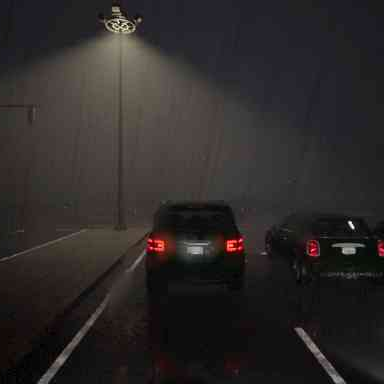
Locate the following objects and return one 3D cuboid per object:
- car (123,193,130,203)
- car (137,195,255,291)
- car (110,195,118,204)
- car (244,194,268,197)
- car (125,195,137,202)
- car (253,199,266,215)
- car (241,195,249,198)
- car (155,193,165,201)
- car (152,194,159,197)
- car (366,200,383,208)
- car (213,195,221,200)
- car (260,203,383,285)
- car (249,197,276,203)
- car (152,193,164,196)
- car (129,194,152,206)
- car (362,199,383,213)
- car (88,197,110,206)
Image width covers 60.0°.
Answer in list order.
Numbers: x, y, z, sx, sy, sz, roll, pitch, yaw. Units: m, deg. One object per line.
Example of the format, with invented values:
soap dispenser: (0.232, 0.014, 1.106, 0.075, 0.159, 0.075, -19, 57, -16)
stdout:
car: (-15.062, 1.225, 71.936, 2.150, 2.045, 5.566, 0, 0, 0)
car: (0.072, 1.221, 9.116, 2.150, 2.045, 5.566, 0, 0, 0)
car: (-15.108, 1.601, 62.040, 1.895, 1.301, 4.718, 0, 0, 0)
car: (6.993, 1.222, 40.080, 2.150, 2.045, 5.566, -2, 1, -28)
car: (-15.061, 1.525, 82.036, 2.128, 1.511, 4.902, 0, 0, 0)
car: (4.276, 1.601, 31.890, 4.718, 1.301, 1.895, 0, 0, 40)
car: (1.633, 1.352, 25.160, 4.553, 1.767, 2.097, 0, 0, -3)
car: (-8.042, 1.210, 84.270, 2.150, 2.045, 5.566, 0, 0, 0)
car: (-8.108, 1.547, 62.977, 2.033, 1.411, 5.357, 0, 0, 1)
car: (7.070, 1.221, 8.809, 2.150, 2.045, 5.566, 0, 0, 0)
car: (7.164, 1.552, 95.117, 1.994, 1.385, 4.181, 0, 0, 1)
car: (3.571, 1.352, 9.684, 2.097, 1.767, 4.553, 0, 0, 0)
car: (7.199, 1.547, 34.397, 5.357, 1.411, 2.033, 0, 0, 29)
car: (-8.063, 1.225, 73.498, 2.150, 2.045, 5.566, 0, 0, 0)
car: (-8.138, 1.491, 53.230, 2.128, 1.511, 4.902, 0, 0, 0)
car: (21.406, 1.504, 36.081, 4.892, 1.490, 1.837, 0, 0, 1)
car: (-15.135, 1.564, 53.287, 1.994, 1.385, 4.181, 0, 0, 0)
